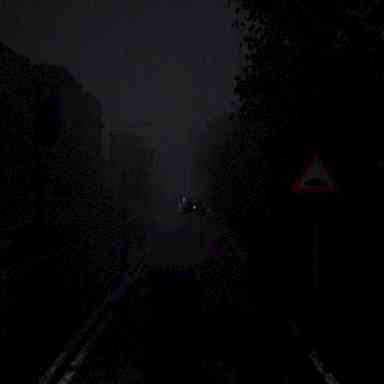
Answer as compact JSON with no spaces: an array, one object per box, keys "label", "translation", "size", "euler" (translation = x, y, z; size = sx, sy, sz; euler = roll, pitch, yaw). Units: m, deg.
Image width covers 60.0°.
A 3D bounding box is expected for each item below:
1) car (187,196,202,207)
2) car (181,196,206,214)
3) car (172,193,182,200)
[{"label":"car","translation":[0.319,1.208,45.060],"size":[1.895,1.301,4.718],"euler":[0,1,1]},{"label":"car","translation":[0.274,1.310,31.265],"size":[1.994,1.385,4.181],"euler":[0,1,2]},{"label":"car","translation":[-2.929,0.906,66.909],"size":[1.994,1.385,4.181],"euler":[0,1,0]}]
